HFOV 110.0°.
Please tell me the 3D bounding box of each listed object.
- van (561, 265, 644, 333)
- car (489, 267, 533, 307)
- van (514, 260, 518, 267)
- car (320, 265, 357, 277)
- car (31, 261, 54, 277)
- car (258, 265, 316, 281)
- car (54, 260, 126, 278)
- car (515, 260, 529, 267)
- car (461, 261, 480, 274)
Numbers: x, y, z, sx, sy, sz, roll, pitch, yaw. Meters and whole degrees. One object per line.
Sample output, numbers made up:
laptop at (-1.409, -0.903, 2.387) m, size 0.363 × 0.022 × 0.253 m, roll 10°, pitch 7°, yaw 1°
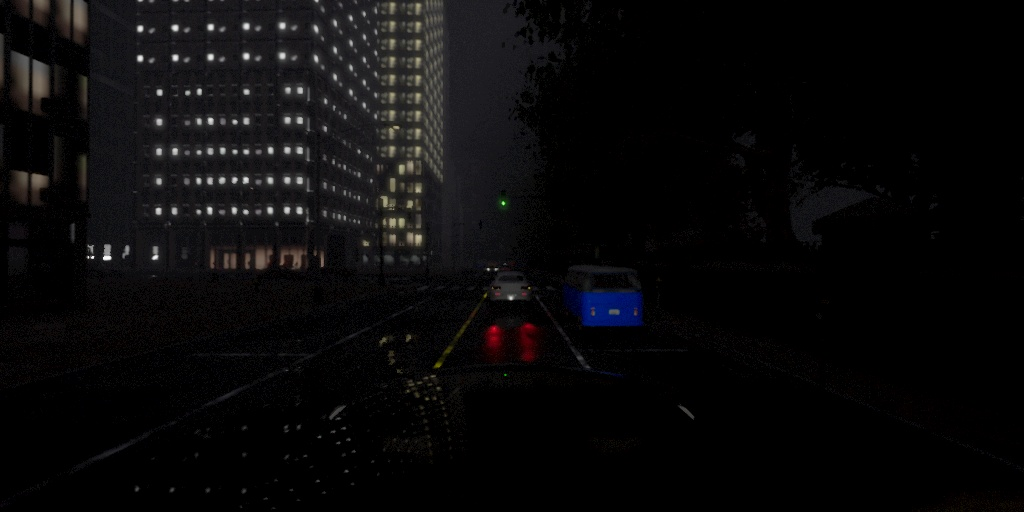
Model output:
van at (2.546, 1.177, 10.803) m, size 1.690 × 1.789 × 3.998 m, roll 0°, pitch 0°, yaw 0°
car at (-0.048, 1.413, 16.280) m, size 1.812 × 1.442 × 4.674 m, roll 0°, pitch 0°, yaw 0°
van at (1.687, 1.624, 59.889) m, size 1.690 × 1.789 × 3.998 m, roll 0°, pitch 0°, yaw -2°
car at (-18.268, 1.464, 37.143) m, size 4.207 × 1.307 × 1.802 m, roll 0°, pitch 0°, yaw 3°
car at (-40.187, 1.113, 30.085) m, size 4.829 × 1.417 × 1.751 m, roll 0°, pitch 0°, yaw 2°
car at (-18.285, 1.410, 29.030) m, size 4.207 × 1.307 × 1.802 m, roll 0°, pitch 0°, yaw 3°
car at (-34.813, 1.231, 29.879) m, size 4.207 × 1.307 × 1.802 m, roll 0°, pitch 0°, yaw 3°
car at (1.843, 1.760, 54.516) m, size 1.751 × 1.417 × 4.829 m, roll 0°, pitch 0°, yaw -2°
car at (-5.882, 1.732, 48.419) m, size 2.007 × 1.370 × 4.403 m, roll 0°, pitch 0°, yaw -1°
